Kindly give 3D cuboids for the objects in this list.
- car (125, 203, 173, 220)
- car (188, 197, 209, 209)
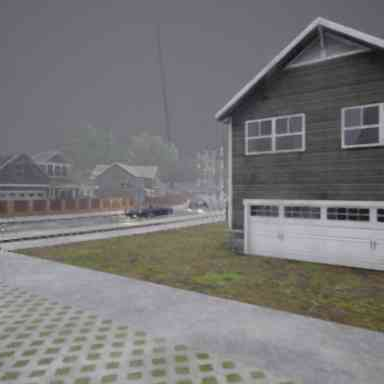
[{"bbox_3d":[-3.567,1.637,28.726,1.895,1.301,4.718,0,0,29],"label":"car"},{"bbox_3d":[0.906,1.446,47.286,2.097,1.767,4.553,0,0,16],"label":"car"}]
